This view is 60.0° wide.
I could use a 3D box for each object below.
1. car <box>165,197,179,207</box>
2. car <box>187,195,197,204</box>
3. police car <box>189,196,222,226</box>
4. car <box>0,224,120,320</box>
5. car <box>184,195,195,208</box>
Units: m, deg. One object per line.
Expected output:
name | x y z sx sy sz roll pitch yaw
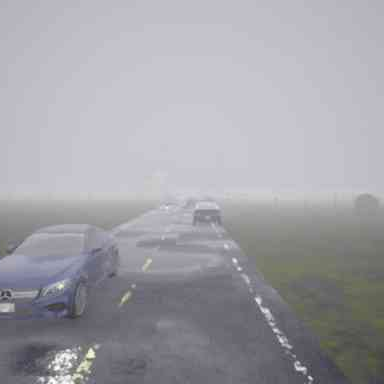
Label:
car | -2.827 1.369 47.876 2.033 1.411 5.357 0 0 0
car | 0.007 1.305 58.295 1.812 1.442 4.674 0 0 0
police car | 0.964 1.343 22.854 1.930 1.638 5.238 0 0 0
car | -2.850 1.499 7.400 1.812 1.442 4.674 0 0 0
car | 0.033 1.337 44.631 1.837 1.490 4.892 0 0 0
